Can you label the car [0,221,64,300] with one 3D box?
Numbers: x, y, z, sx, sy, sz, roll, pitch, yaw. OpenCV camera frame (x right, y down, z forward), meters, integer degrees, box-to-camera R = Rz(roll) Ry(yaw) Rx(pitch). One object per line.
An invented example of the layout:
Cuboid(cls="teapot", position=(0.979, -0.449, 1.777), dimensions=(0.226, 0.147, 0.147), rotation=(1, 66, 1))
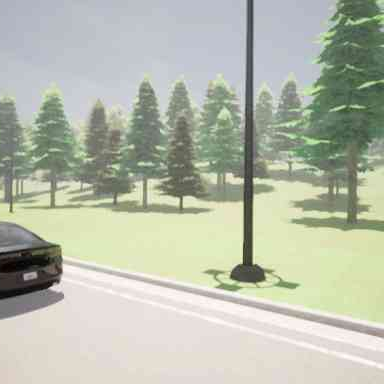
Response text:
Cuboid(cls="car", position=(-4.981, 1.387, 7.544), dimensions=(5.008, 1.535, 1.882), rotation=(0, 0, 36))
